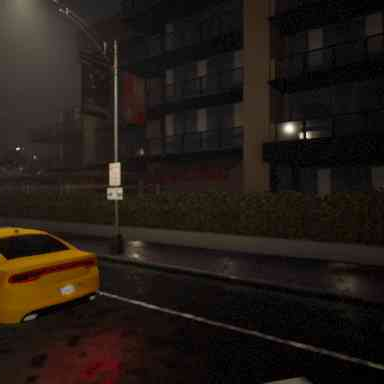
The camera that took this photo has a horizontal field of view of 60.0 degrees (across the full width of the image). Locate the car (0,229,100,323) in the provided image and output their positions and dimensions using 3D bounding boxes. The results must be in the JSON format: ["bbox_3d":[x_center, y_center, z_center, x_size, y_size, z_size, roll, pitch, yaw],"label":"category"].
[{"bbox_3d":[-4.067,1.515,6.925,5.008,1.535,1.882,-1,-1,35],"label":"car"}]
